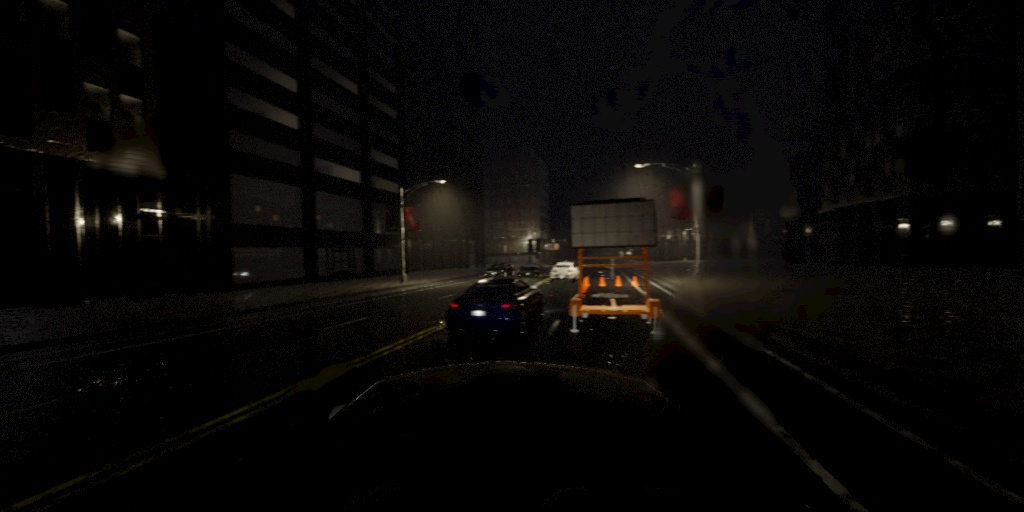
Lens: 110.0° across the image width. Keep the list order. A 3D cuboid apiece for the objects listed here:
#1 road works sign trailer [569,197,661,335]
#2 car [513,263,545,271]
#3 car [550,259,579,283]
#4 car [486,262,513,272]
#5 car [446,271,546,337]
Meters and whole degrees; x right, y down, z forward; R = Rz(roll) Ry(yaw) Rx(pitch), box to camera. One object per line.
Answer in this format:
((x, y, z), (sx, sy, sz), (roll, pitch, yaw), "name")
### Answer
((2.966, 0.160, 10.454), (2.380, 3.560, 2.880), (0, 0, 15), "road works sign trailer")
((1.826, 1.331, 32.566), (1.994, 1.385, 4.181), (-1, 0, 14), "car")
((4.115, 1.230, 27.636), (1.812, 1.442, 4.674), (-1, 0, 14), "car")
((-1.079, 1.338, 34.317), (1.837, 1.490, 4.892), (-1, 0, 14), "car")
((-0.299, 1.329, 10.495), (1.994, 1.385, 4.181), (-1, 0, 14), "car")
